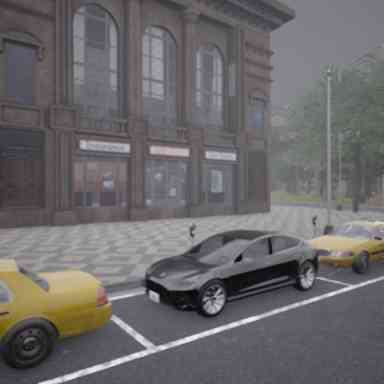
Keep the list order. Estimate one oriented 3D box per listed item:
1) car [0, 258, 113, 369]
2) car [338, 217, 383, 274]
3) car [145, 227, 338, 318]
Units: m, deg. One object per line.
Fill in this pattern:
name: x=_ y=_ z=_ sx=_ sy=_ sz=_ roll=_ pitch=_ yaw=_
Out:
car: x=-3.485 y=1.526 z=4.161 sx=4.829 sy=1.417 sz=1.752 roll=0 pitch=0 yaw=-36
car: x=5.356 y=1.513 z=10.493 sx=4.829 sy=1.417 sz=1.752 roll=0 pitch=0 yaw=-36
car: x=1.074 y=1.560 z=7.426 sx=4.313 sy=1.339 sz=1.947 roll=0 pitch=0 yaw=-36
